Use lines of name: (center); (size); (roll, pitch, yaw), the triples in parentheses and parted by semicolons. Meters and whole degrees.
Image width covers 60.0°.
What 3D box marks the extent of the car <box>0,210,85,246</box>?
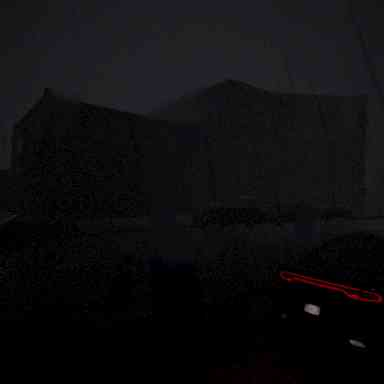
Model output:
car: (-6.852, 1.500, 13.752); (4.674, 1.452, 2.002); (0, 0, -36)

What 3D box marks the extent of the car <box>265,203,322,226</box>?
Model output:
car: (6.592, 1.509, 23.391); (4.792, 1.488, 2.163); (0, 0, -36)

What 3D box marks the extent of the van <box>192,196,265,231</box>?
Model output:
van: (2.032, 1.247, 20.121); (4.442, 1.987, 1.878); (0, 0, -36)

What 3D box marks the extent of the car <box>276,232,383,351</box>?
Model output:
car: (3.690, 1.484, 6.070); (5.008, 1.535, 1.882); (0, 0, -35)

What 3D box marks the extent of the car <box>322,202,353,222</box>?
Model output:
car: (11.049, 1.526, 26.607); (4.674, 1.452, 2.002); (0, -2, -36)
